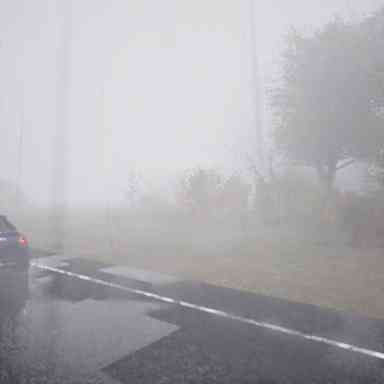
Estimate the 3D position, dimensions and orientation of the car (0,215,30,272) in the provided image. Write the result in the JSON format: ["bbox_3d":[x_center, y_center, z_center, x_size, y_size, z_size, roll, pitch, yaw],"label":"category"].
[{"bbox_3d":[-6.720,1.367,9.690,4.553,1.767,2.097,0,0,38],"label":"car"}]
